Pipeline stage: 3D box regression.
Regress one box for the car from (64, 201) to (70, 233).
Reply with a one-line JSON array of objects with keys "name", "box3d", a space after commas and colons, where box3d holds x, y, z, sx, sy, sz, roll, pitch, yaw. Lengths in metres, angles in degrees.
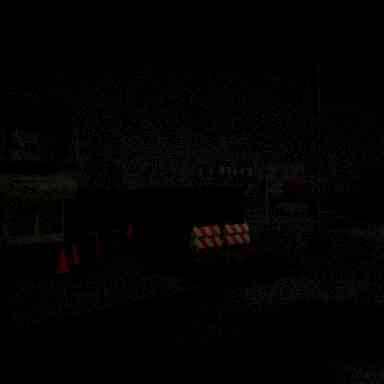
[{"name": "car", "box3d": [-6.792, 0.981, 14.542, 1.905, 1.878, 3.866, 0, 0, -1]}]
